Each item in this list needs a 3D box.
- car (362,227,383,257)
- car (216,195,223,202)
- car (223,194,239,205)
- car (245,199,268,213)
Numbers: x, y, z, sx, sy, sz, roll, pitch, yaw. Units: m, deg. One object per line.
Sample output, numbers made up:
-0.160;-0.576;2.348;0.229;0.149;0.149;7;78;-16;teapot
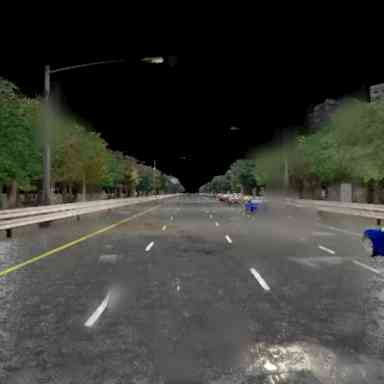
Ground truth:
6.998;1.498;9.866;1.882;1.535;5.008;0;0;0;car
7.018;1.523;74.803;1.882;1.535;5.008;0;0;0;car
6.995;1.550;58.817;1.812;1.442;4.674;0;0;0;car
6.996;1.505;36.528;1.882;1.535;5.008;0;0;0;car
